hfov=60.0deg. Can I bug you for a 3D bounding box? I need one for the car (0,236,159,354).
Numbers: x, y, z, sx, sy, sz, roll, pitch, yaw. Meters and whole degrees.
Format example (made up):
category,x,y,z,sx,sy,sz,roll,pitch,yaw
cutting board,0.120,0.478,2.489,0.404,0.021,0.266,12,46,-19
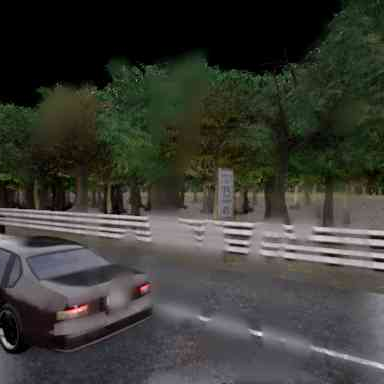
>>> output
category,x,y,z,sx,sy,sz,roll,pitch,yaw
car,-3.097,1.548,6.098,5.357,1.411,2.033,0,0,36
